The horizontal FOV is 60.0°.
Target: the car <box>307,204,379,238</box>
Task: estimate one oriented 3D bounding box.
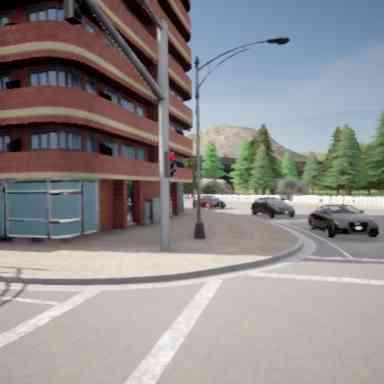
[{"bbox_3d":[6.934,1.272,15.659,1.994,1.385,4.181,-1,1,3],"label":"car"}]

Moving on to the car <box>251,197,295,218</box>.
[{"bbox_3d":[6.066,1.134,25.598,1.812,1.442,4.674,-1,1,-15],"label":"car"}]

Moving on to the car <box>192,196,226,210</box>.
[{"bbox_3d":[1.793,1.110,35.785,1.994,1.385,4.181,-1,1,-33],"label":"car"}]
